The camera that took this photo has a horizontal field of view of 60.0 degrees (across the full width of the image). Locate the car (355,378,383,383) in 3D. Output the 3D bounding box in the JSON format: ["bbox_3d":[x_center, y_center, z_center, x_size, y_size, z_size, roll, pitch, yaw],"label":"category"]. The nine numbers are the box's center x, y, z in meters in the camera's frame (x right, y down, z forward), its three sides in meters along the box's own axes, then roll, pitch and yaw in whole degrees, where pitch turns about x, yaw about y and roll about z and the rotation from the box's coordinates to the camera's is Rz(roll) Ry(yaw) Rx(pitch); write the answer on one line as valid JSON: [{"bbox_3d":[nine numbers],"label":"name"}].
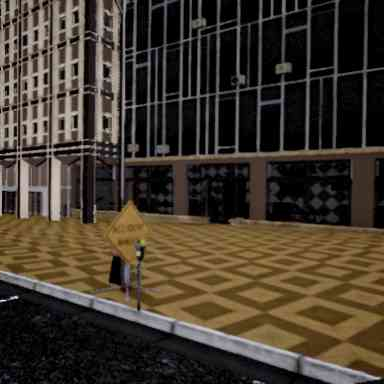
[{"bbox_3d":[2.594,1.550,1.028,4.403,1.369,2.008,0,1,35],"label":"car"}]

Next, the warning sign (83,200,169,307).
[{"bbox_3d":[-1.302,1.105,6.726,1.060,1.860,1.300,1,0,35],"label":"warning sign"}]
